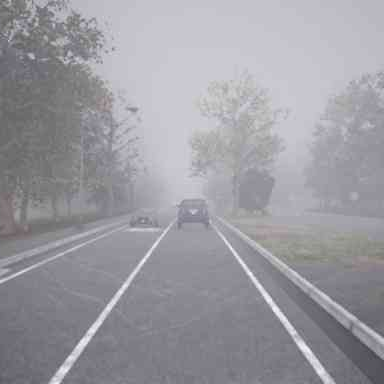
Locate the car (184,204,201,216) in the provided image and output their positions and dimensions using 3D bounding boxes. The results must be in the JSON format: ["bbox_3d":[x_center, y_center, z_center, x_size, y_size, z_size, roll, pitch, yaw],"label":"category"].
[{"bbox_3d":[0.098,2.244,42.891,2.033,1.411,5.357,0,-1,0],"label":"car"}]

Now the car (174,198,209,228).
[{"bbox_3d":[0.098,1.487,24.303,2.150,2.045,5.566,0,-1,0],"label":"car"}]

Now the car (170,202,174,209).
[{"bbox_3d":[-3.182,2.625,65.515,1.812,1.442,4.674,0,0,1],"label":"car"}]

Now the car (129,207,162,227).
[{"bbox_3d":[-3.350,1.836,24.675,1.994,1.385,4.181,0,-1,0],"label":"car"}]
